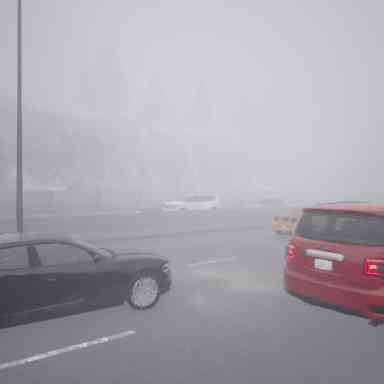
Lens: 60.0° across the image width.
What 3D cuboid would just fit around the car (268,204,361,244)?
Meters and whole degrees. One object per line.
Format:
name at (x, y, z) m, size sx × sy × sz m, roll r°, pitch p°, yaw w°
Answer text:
car at (6.226, 1.473, 16.676) m, size 5.008 × 1.535 × 1.882 m, roll 0°, pitch 0°, yaw -35°

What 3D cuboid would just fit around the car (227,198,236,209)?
car at (5.371, 1.483, 41.946) m, size 4.902 × 1.511 × 2.128 m, roll 0°, pitch 0°, yaw -35°

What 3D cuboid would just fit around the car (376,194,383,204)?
car at (37.423, 1.335, 63.582) m, size 4.553 × 1.767 × 2.097 m, roll 0°, pitch 0°, yaw -35°

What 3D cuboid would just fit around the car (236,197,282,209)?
car at (6.568, 1.344, 29.989) m, size 4.553 × 1.767 × 2.097 m, roll 0°, pitch 0°, yaw -35°

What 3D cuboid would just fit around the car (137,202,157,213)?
car at (-2.547, 1.543, 32.144) m, size 5.357 × 1.411 × 2.033 m, roll 0°, pitch 0°, yaw -35°

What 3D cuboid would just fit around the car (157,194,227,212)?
car at (0.036, 1.217, 29.681) m, size 5.566 × 2.045 × 2.150 m, roll 0°, pitch 0°, yaw -35°

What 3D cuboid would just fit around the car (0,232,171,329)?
car at (-2.733, 1.477, 6.090) m, size 5.008 × 1.535 × 1.882 m, roll 0°, pitch 0°, yaw -35°

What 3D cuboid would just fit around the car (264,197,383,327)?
car at (4.233, 1.219, 6.714) m, size 5.566 × 2.045 × 2.150 m, roll 0°, pitch 0°, yaw -35°
